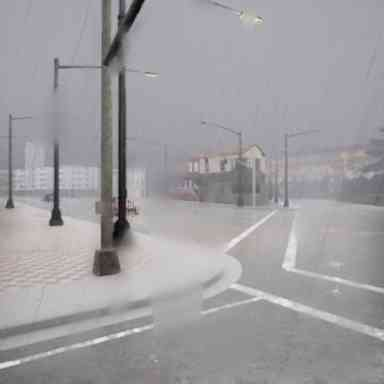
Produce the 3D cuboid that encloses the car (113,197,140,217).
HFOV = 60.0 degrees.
[{"bbox_3d":[-6.598,1.286,30.528,2.097,1.767,4.553,0,0,-36],"label":"car"}]

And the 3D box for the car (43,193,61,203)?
[{"bbox_3d":[-21.573,0.902,51.329,1.812,1.442,4.674,0,2,-36],"label":"car"}]
